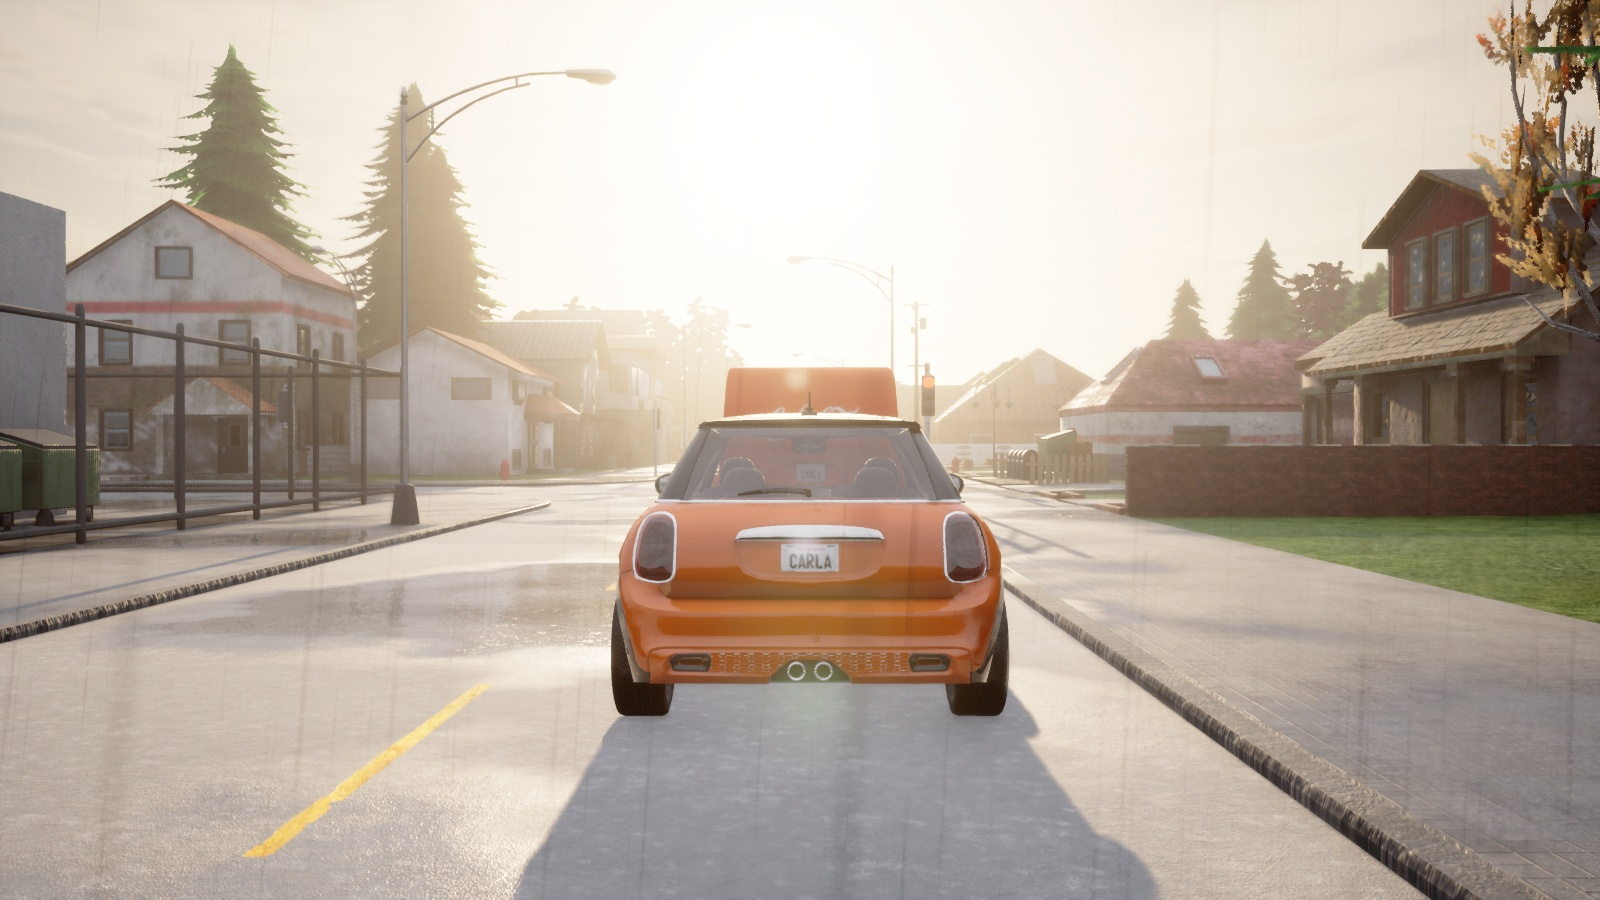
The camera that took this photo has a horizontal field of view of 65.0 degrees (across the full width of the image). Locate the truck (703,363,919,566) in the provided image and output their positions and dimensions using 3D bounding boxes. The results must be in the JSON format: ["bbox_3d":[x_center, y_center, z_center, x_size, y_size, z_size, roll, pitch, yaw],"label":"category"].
[{"bbox_3d":[0.125,0.159,17.875,2.627,2.467,5.204,0,0,0],"label":"truck"}]

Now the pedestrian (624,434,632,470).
[{"bbox_3d":[-8.833,0.084,64.601,0.331,1.846,0.634,0,0,0],"label":"pedestrian"}]

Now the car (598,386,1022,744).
[{"bbox_3d":[0.062,0.557,8.482,2.097,1.767,4.553,0,0,0],"label":"car"}]
